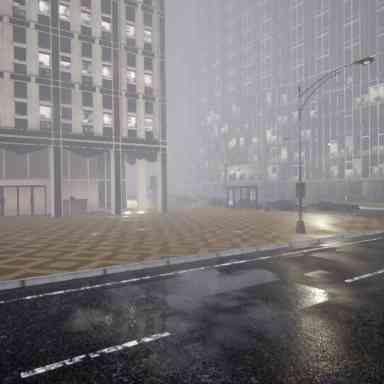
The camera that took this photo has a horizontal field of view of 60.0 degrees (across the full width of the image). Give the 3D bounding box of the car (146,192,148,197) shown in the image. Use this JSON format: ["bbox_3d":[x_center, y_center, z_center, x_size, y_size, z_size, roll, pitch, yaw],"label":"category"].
[{"bbox_3d":[-8.382,0.615,77.213,2.192,1.841,5.009,0,1,-34],"label":"car"}]

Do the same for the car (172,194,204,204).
[{"bbox_3d":[-0.680,1.148,55.796,2.033,1.411,5.357,-1,1,-34],"label":"car"}]

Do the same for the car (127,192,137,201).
[{"bbox_3d":[-12.078,1.039,67.790,2.008,1.369,4.403,0,1,-34],"label":"car"}]

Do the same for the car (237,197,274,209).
[{"bbox_3d":[8.093,1.343,42.946,1.895,1.301,4.718,-1,1,-34],"label":"car"}]

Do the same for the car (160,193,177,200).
[{"bbox_3d":[-5.167,0.936,72.529,1.802,1.307,4.206,0,1,-34],"label":"car"}]

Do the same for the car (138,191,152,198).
[{"bbox_3d":[-11.597,0.686,81.901,1.967,1.590,4.097,0,1,-34],"label":"car"}]

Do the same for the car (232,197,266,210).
[{"bbox_3d":[7.119,1.388,39.607,1.802,1.307,4.206,0,1,-34],"label":"car"}]

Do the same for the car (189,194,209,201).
[{"bbox_3d":[1.263,1.043,63.155,1.802,1.307,4.206,0,1,-34],"label":"car"}]

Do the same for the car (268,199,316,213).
[{"bbox_3d":[10.320,1.424,34.908,1.947,1.339,4.313,0,1,-34],"label":"car"}]

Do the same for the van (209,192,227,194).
[{"bbox_3d":[4.478,0.855,58.465,1.690,1.788,3.998,0,1,-34],"label":"van"}]

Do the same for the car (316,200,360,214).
[{"bbox_3d":[14.401,1.445,33.754,1.895,1.301,4.718,-1,1,-34],"label":"car"}]

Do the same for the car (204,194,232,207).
[{"bbox_3d":[3.952,1.319,44.327,1.947,1.339,4.313,0,1,-34],"label":"car"}]

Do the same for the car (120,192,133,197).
[{"bbox_3d":[-18.027,0.688,91.275,2.008,1.369,4.403,0,1,-34],"label":"car"}]

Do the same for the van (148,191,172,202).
[{"bbox_3d":[-5.647,0.937,58.413,1.690,1.788,3.998,0,1,-34],"label":"van"}]
